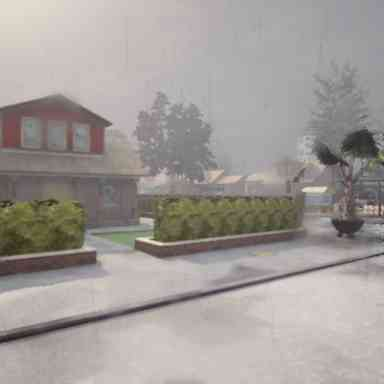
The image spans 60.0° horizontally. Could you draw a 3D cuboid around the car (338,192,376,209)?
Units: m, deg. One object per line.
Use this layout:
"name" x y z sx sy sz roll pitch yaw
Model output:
"car" 18.539 0.970 37.100 3.866 1.878 1.905 0 0 -1
